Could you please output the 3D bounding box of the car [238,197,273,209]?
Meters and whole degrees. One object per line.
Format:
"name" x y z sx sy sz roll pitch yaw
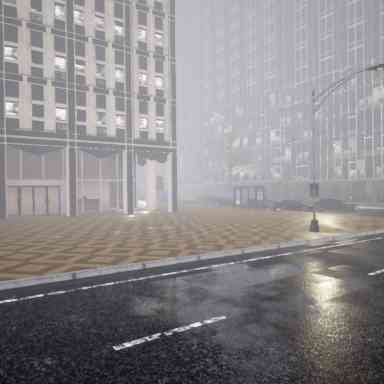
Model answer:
"car" 8.044 1.388 40.321 1.802 1.307 4.206 0 1 -35

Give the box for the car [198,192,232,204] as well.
"car" 3.728 1.205 51.362 2.033 1.411 5.357 -1 1 -34

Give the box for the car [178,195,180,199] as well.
"car" -4.284 0.935 73.227 1.802 1.307 4.206 0 1 -35

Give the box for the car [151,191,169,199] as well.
"car" -7.506 0.614 77.906 2.192 1.841 5.009 0 1 -35

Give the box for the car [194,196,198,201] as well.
"car" 2.158 1.043 63.861 1.802 1.307 4.206 0 1 -35

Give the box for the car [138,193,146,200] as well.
"car" -11.189 1.039 68.478 2.008 1.369 4.403 0 1 -35

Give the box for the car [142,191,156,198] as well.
"car" -10.727 0.685 82.590 1.967 1.590 4.097 0 1 -35

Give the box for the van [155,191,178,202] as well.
"van" -4.747 0.937 59.110 1.690 1.788 3.998 0 1 -35

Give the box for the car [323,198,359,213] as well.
"car" 15.010 1.364 34.946 1.812 1.442 4.674 -1 1 -34

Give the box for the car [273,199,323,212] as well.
"car" 11.251 1.423 35.626 1.947 1.339 4.313 0 1 -35

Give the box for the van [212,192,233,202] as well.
"van" 5.378 0.855 59.175 1.690 1.788 3.998 0 1 -35

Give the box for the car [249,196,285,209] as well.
"car" 9.615 1.316 42.785 1.994 1.385 4.181 -1 1 -35

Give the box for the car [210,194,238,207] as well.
"car" 4.871 1.319 45.036 1.947 1.339 4.313 0 1 -35
